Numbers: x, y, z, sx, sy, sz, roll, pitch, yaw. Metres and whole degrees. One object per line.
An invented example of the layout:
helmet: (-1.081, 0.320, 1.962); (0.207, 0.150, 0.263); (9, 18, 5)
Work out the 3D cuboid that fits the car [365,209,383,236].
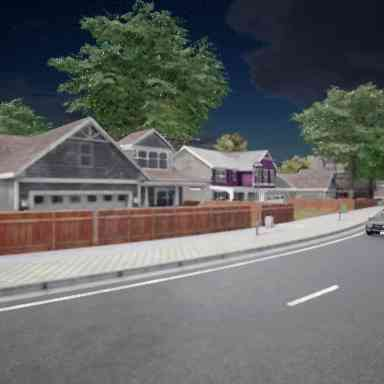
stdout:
car: (11.334, 1.688, 18.800); (2.033, 1.411, 5.357); (0, -1, 40)
